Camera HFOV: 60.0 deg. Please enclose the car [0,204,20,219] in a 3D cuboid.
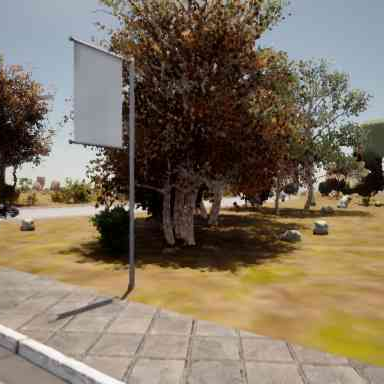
[{"bbox_3d":[-16.619,1.438,26.938,2.128,1.511,4.902,0,0,39],"label":"car"}]
